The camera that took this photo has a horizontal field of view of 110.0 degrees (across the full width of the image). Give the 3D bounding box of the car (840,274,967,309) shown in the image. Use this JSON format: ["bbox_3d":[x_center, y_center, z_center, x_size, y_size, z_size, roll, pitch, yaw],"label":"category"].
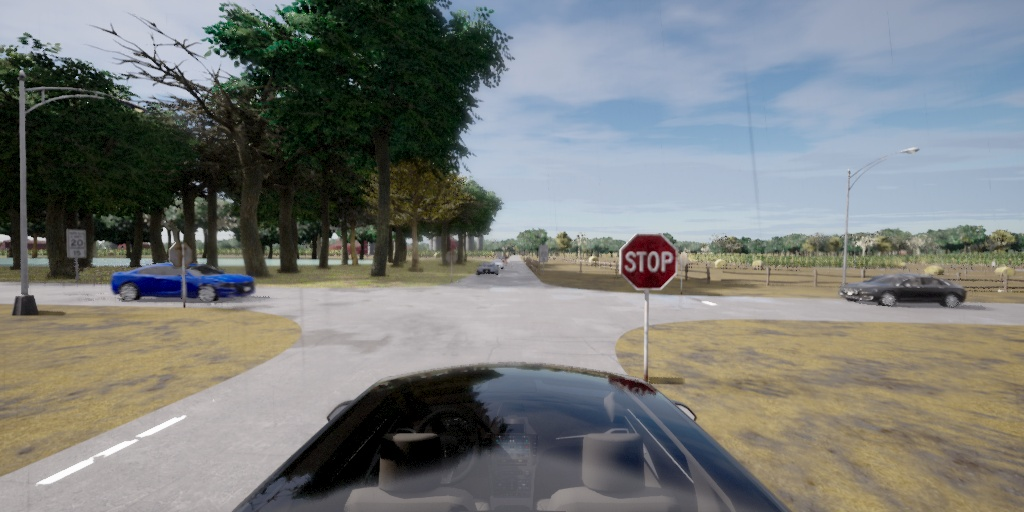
[{"bbox_3d":[18.813,1.634,17.351,4.892,1.490,1.837,1,1,1],"label":"car"}]

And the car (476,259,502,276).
[{"bbox_3d":[-2.361,1.268,35.692,1.994,1.385,4.181,0,0,1],"label":"car"}]

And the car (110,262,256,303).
[{"bbox_3d":[-13.389,1.034,14.787,5.008,1.535,1.882,1,1,1],"label":"car"}]

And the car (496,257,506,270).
[{"bbox_3d":[-2.149,1.195,50.237,1.812,1.442,4.674,0,0,1],"label":"car"}]
